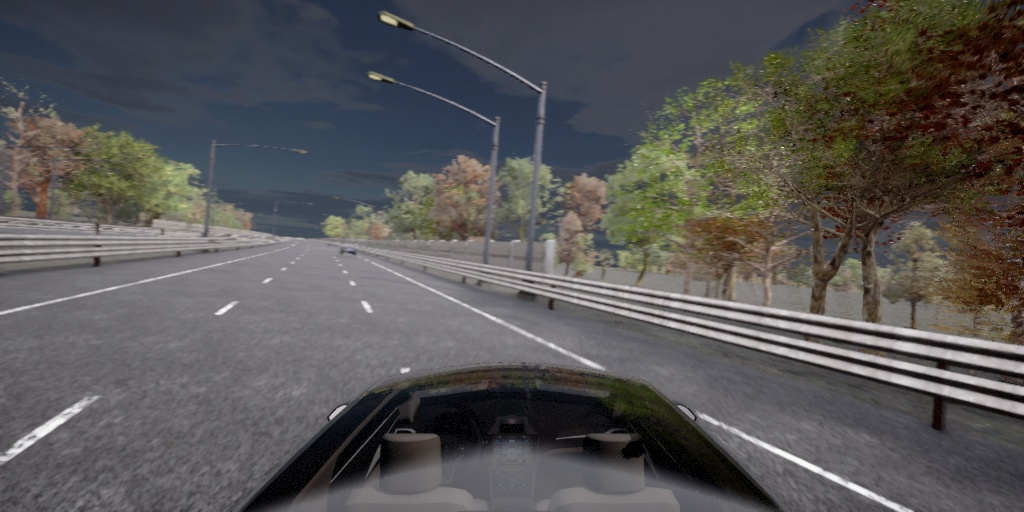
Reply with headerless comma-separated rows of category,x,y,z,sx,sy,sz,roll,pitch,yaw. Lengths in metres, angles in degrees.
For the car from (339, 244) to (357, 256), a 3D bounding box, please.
car,-22.786,-0.917,49.827,2.163,1.488,4.792,5,0,-28
